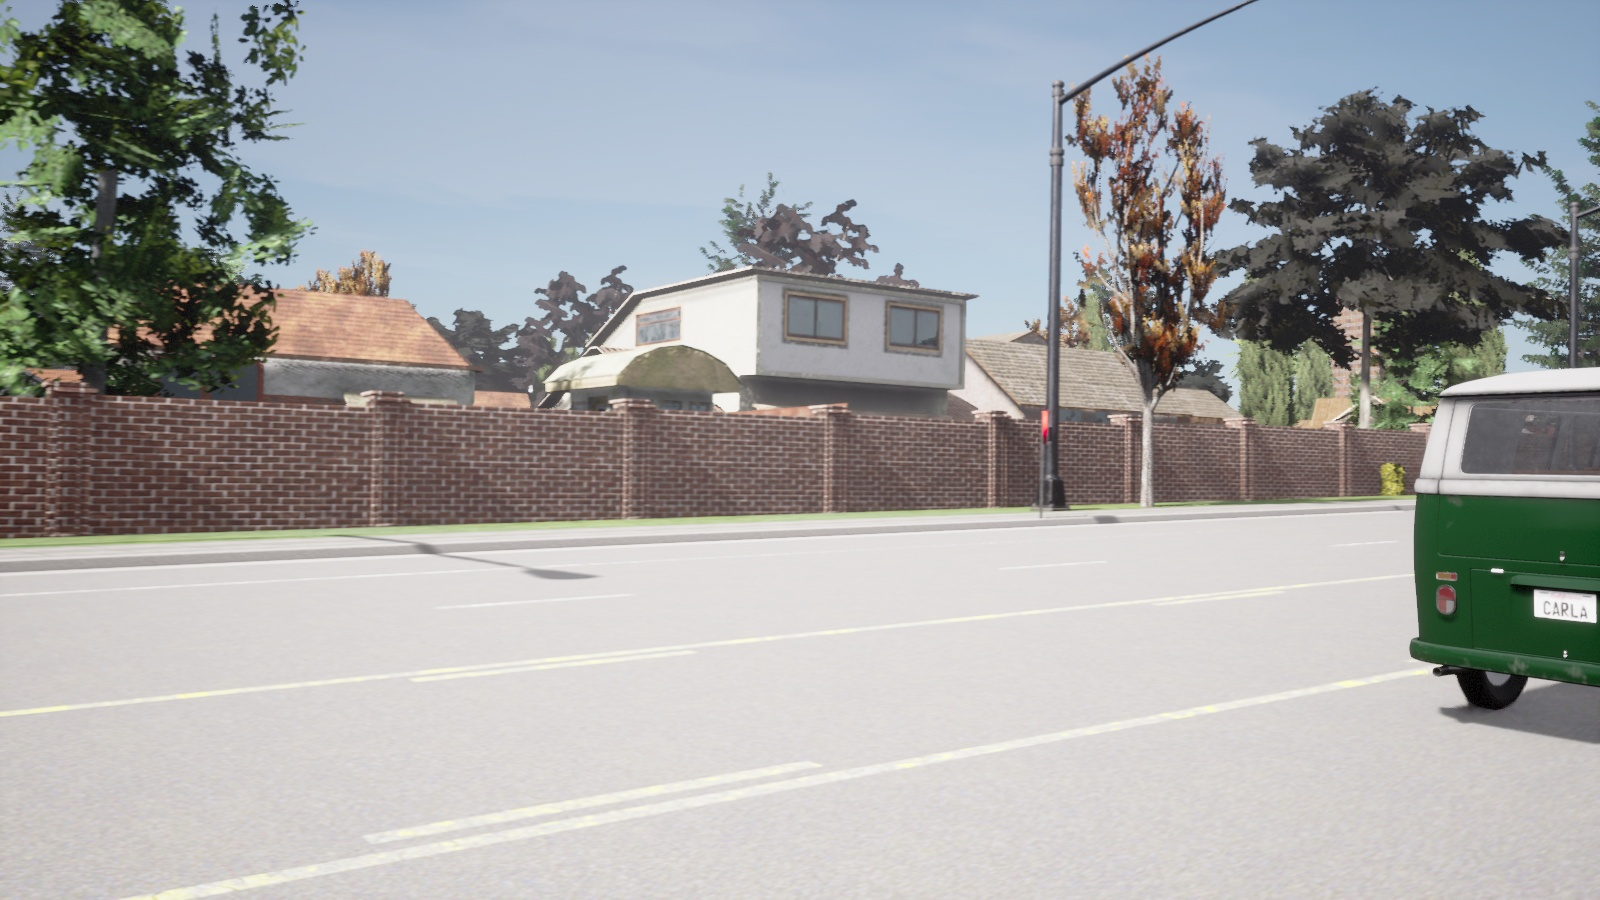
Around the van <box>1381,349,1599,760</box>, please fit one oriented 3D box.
[{"bbox_3d":[5.571,0.506,7.535,4.442,1.987,1.775,0,0,-35],"label":"van"}]
